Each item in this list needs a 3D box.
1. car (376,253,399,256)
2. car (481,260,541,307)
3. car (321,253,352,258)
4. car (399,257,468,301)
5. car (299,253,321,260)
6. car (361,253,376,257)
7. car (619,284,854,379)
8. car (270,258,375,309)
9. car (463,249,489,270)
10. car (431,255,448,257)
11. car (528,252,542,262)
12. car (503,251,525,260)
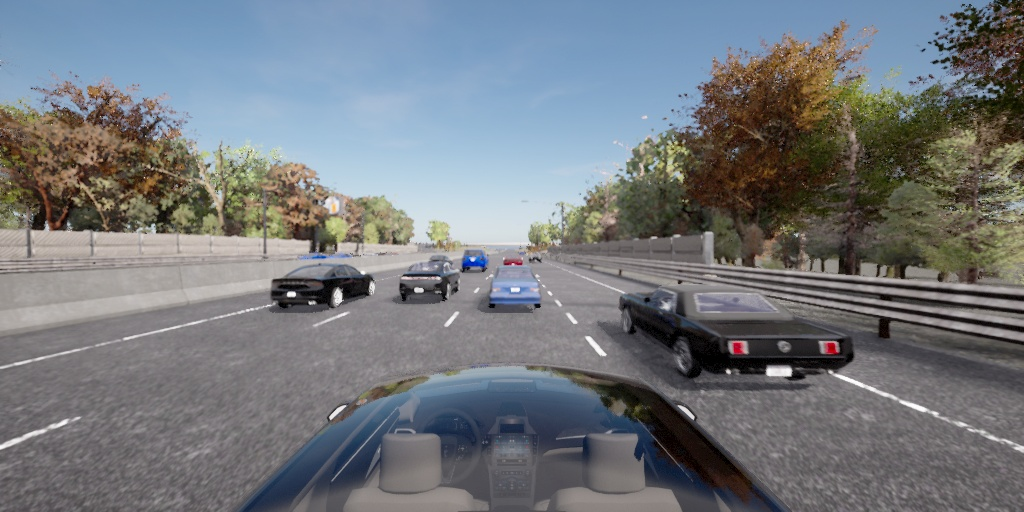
[{"bbox_3d":[-17.552,0.307,52.102,1.882,1.535,5.008,0,1,0],"label":"car"},{"bbox_3d":[0.101,1.070,13.884,2.033,1.411,5.357,0,1,0],"label":"car"},{"bbox_3d":[-24.551,0.328,50.942,1.882,1.535,5.008,0,1,0],"label":"car"},{"bbox_3d":[-3.397,0.984,15.506,2.128,1.511,4.902,0,1,0],"label":"car"},{"bbox_3d":[-28.046,0.332,50.717,1.882,1.535,5.008,0,1,0],"label":"car"},{"bbox_3d":[-21.045,0.343,52.822,1.812,1.442,4.674,0,1,0],"label":"car"},{"bbox_3d":[3.610,1.206,7.021,1.895,1.301,4.718,0,1,1],"label":"car"},{"bbox_3d":[-6.896,1.004,13.687,1.882,1.535,5.008,0,1,0],"label":"car"},{"bbox_3d":[-3.396,0.382,33.757,2.150,2.045,5.566,0,1,0],"label":"car"},{"bbox_3d":[-6.895,0.650,34.604,1.837,1.490,4.892,0,1,0],"label":"car"},{"bbox_3d":[3.510,0.322,55.663,1.895,1.301,4.718,0,1,0],"label":"car"},{"bbox_3d":[0.109,0.595,36.141,1.882,1.535,5.008,0,1,0],"label":"car"}]
